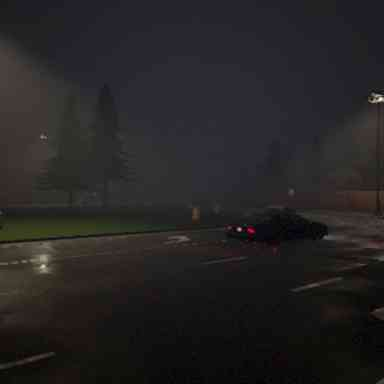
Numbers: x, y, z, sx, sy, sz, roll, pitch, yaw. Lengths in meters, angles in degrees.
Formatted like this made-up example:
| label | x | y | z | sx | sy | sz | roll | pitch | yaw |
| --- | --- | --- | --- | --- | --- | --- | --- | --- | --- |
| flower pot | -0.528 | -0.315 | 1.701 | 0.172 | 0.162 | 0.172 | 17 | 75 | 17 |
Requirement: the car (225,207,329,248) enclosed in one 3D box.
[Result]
| label | x | y | z | sx | sy | sz | roll | pitch | yaw |
| --- | --- | --- | --- | --- | --- | --- | --- | --- | --- |
| car | 4.001 | 1.609 | 15.211 | 5.357 | 1.411 | 2.033 | 0 | 0 | -35 |

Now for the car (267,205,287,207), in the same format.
| label | x | y | z | sx | sy | sz | roll | pitch | yaw |
| --- | --- | --- | --- | --- | --- | --- | --- | --- | --- |
| car | 5.819 | 1.617 | 22.452 | 1.812 | 1.442 | 4.674 | 1 | 0 | 34 |
